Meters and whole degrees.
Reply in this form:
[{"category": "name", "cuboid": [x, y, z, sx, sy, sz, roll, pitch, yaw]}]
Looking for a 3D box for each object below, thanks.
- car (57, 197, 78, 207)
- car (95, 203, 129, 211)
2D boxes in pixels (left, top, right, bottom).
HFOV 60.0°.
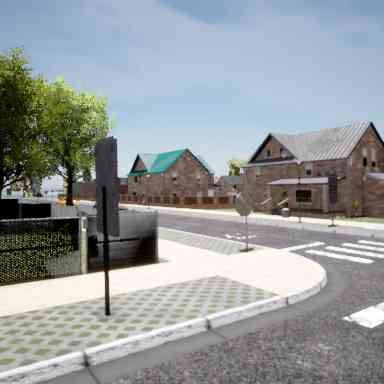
[{"category": "car", "cuboid": [-17.733, 1.514, 47.264, 1.882, 1.535, 5.008, -2, 1, -34]}, {"category": "car", "cuboid": [-7.891, 1.561, 32.325, 2.033, 1.411, 5.357, -2, 1, -34]}]
